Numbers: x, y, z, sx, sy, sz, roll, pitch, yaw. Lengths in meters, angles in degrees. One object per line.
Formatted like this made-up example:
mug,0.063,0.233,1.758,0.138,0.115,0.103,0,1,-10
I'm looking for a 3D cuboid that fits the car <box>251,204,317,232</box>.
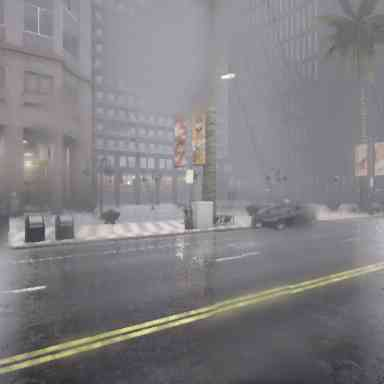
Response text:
car,5.765,1.509,20.498,4.786,1.482,2.161,0,0,-36
